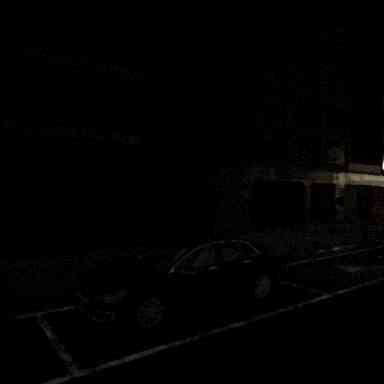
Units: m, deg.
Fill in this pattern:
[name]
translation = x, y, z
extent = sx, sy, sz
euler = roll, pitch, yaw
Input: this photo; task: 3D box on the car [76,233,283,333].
[car]
translation = -0.035, 1.554, 6.730
extent = 4.403, 1.369, 2.008
euler = 0, 1, -36
